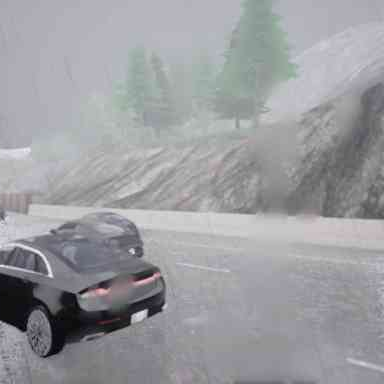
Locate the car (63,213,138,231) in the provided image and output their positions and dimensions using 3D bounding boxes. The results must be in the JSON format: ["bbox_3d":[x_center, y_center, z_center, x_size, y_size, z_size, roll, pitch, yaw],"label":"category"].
[{"bbox_3d":[-3.622,1.617,11.331,4.674,1.442,1.812,-1,0,39],"label":"car"}]

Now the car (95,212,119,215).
[{"bbox_3d":[-4.634,1.696,16.733,4.181,1.385,1.994,-1,0,40],"label":"car"}]

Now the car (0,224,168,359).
[{"bbox_3d":[-2.667,1.544,6.120,4.902,1.511,2.128,-1,0,37],"label":"car"}]

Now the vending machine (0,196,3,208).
[{"bbox_3d":[-32.361,1.705,55.821,1.100,2.100,0.880,0,0,-33],"label":"vending machine"}]

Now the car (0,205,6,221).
[{"bbox_3d":[-18.082,1.766,29.579,2.128,1.511,4.902,0,-1,-43],"label":"car"}]
